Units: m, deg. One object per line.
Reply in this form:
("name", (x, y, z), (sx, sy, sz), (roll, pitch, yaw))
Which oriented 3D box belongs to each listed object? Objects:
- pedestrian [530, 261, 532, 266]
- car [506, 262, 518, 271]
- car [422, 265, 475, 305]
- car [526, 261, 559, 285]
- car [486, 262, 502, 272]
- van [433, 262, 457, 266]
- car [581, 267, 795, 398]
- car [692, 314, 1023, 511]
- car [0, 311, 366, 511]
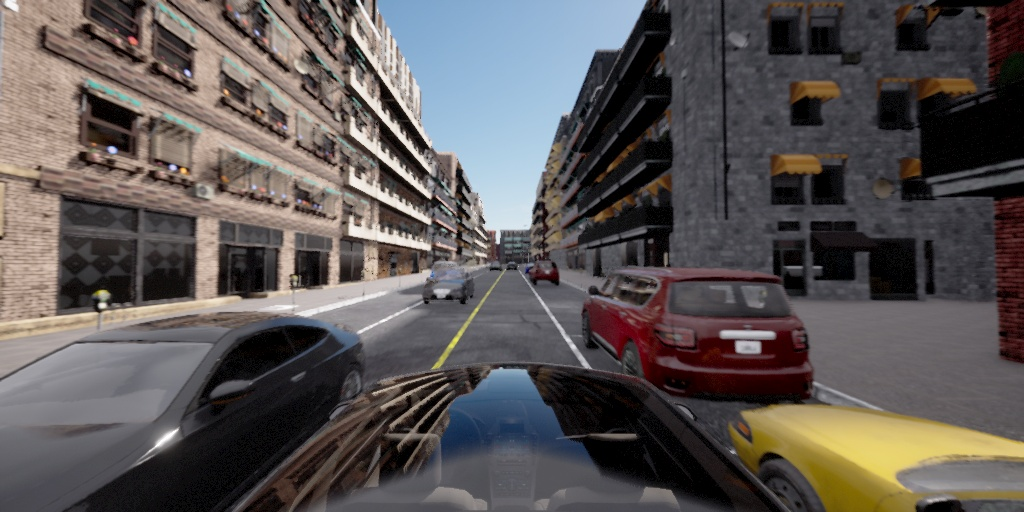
("pedestrian", (2.749, 1.585, 52.526), (0.375, 1.860, 0.375), (1, -2, 0))
("car", (0.006, 1.943, 63.810), (1.837, 1.490, 4.892), (0, -1, 0))
("car", (-2.835, 1.370, 16.893), (2.128, 1.511, 4.902), (0, -1, 0))
("car", (2.566, 1.312, 28.531), (2.192, 1.841, 5.009), (0, 0, 0))
("car", (-2.783, 1.764, 61.957), (2.097, 1.767, 4.553), (0, -1, 1))
("van", (-5.315, 1.338, 28.497), (1.690, 1.789, 3.998), (0, 0, 0))
("car", (2.567, 1.100, 6.301), (2.192, 1.841, 5.009), (0, 0, 0))
("car", (2.567, 1.268, 0.907), (1.751, 1.417, 4.829), (0, 0, 0))
("car", (-2.856, 1.287, 3.072), (1.812, 1.442, 4.674), (0, 0, 0))
